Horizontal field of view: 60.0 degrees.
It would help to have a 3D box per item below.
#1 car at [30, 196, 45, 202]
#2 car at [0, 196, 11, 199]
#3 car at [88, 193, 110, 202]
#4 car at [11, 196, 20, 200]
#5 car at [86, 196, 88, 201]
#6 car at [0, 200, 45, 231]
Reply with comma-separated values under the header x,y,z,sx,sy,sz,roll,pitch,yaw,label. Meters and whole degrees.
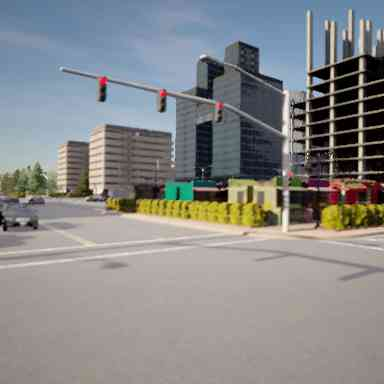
x,y,z,sx,sy,sz,roll,pitch,yaw,label
-25.874,1.472,55.560,2.128,1.511,4.902,1,0,-34,car
-21.484,1.441,36.330,2.128,1.511,4.902,1,0,-34,car
-19.436,1.245,71.329,3.866,1.878,1.905,1,0,-36,car
-29.459,1.452,54.608,1.837,1.490,4.892,1,0,-34,car
-21.080,1.237,73.711,4.605,1.855,1.932,1,0,-36,car
-10.758,1.473,20.526,2.128,1.511,4.902,1,0,-34,car
